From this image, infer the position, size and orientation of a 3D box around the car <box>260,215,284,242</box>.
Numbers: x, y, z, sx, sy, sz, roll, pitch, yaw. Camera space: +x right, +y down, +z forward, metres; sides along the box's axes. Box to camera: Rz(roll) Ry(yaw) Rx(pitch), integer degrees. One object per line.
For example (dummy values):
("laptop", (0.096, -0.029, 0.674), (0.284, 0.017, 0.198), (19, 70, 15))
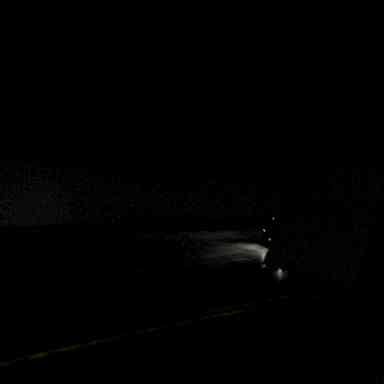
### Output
("car", (5.580, 1.466, 13.673), (5.357, 1.411, 2.033), (0, 0, -16))

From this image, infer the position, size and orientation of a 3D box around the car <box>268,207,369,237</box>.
("car", (6.572, 1.495, 17.457), (4.718, 1.301, 1.895), (0, 0, -13))
